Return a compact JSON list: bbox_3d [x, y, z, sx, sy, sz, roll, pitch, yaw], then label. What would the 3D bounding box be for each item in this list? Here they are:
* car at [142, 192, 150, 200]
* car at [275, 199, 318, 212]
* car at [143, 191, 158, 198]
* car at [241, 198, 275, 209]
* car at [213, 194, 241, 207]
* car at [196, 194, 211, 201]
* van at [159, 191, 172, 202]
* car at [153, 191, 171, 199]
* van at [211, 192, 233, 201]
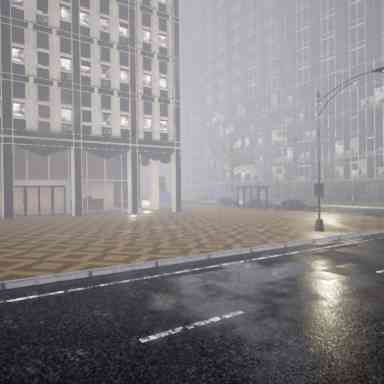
[{"bbox_3d":[-10.804,1.039,68.729,2.008,1.369,4.403,0,1,-34],"label":"car"},{"bbox_3d":[11.615,1.424,35.862,1.947,1.339,4.313,0,1,-34],"label":"car"},{"bbox_3d":[-10.333,0.686,82.840,1.967,1.590,4.097,0,1,-34],"label":"car"},{"bbox_3d":[8.411,1.388,40.559,1.802,1.307,4.206,0,1,-34],"label":"car"},{"bbox_3d":[5.241,1.319,45.276,1.947,1.339,4.313,0,1,-34],"label":"car"},{"bbox_3d":[2.540,1.043,64.103,1.802,1.307,4.206,0,1,-34],"label":"car"},{"bbox_3d":[-4.368,0.937,59.357,1.690,1.788,3.998,0,1,-34],"label":"van"},{"bbox_3d":[-7.115,0.615,78.154,2.192,1.841,5.009,0,1,-34],"label":"car"},{"bbox_3d":[5.757,0.855,59.415,1.690,1.788,3.998,0,1,-34],"label":"van"}]
